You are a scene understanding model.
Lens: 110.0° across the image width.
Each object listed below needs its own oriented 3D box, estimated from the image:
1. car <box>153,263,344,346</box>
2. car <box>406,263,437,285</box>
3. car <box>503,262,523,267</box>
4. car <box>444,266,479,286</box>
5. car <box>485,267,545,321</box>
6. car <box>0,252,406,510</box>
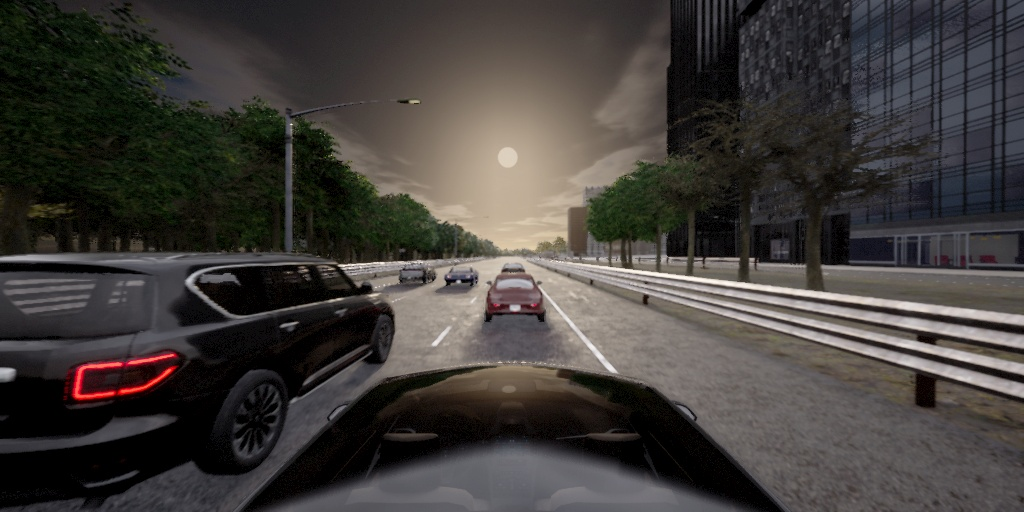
[{"bbox_3d":[-6.909,1.109,10.220,2.097,1.767,4.553,0,0,0],"label":"car"},{"bbox_3d":[-6.907,1.256,26.687,2.128,1.511,4.902,0,0,0],"label":"car"},{"bbox_3d":[0.095,1.243,28.217,1.882,1.535,5.008,0,0,0],"label":"car"},{"bbox_3d":[-3.408,1.365,25.178,1.895,1.301,4.718,0,0,0],"label":"car"},{"bbox_3d":[0.083,1.284,12.323,1.812,1.442,4.674,0,0,0],"label":"car"},{"bbox_3d":[-3.422,0.976,4.912,2.150,2.045,5.566,0,0,0],"label":"car"}]
